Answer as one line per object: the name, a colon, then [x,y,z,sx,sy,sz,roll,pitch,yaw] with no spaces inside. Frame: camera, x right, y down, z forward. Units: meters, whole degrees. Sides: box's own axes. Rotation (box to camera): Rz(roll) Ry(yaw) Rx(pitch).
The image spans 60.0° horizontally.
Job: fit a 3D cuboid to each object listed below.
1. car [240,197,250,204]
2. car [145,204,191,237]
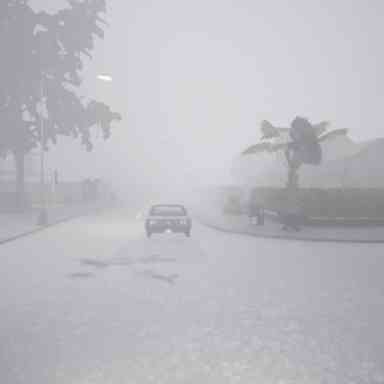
car: [6.817,0.660,28.195,5.357,1.415,2.033,0,1,-1]
car: [-1.106,1.213,15.521,1.895,1.301,4.718,0,1,-4]
